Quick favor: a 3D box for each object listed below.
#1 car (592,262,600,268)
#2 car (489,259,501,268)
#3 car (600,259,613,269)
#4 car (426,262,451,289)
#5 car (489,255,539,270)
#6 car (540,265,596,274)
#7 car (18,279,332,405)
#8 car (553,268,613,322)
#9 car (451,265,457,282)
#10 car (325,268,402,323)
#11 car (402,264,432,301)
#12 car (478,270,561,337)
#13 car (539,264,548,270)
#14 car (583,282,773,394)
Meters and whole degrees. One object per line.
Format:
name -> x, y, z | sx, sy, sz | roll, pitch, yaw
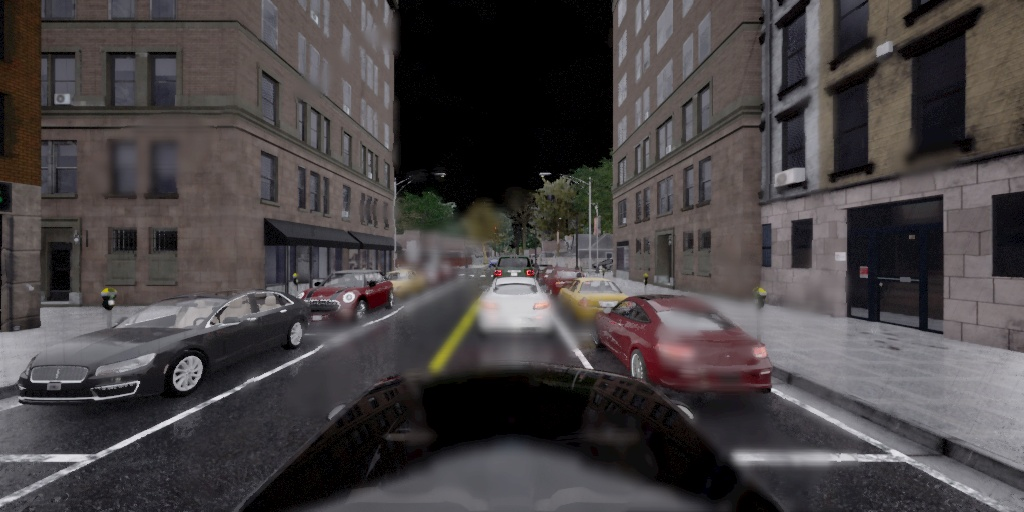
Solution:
car -> 13.993, 1.186, 51.439 | 4.892, 1.490, 1.837 | 0, 0, 1
car -> -3.059, 1.281, 64.277 | 1.882, 1.535, 5.008 | 0, 0, 0
car -> 14.496, 1.242, 48.198 | 4.181, 1.385, 1.994 | 0, 0, 0
car -> -5.382, 1.198, 22.964 | 1.967, 1.591, 4.097 | 0, 0, 0
car -> 0.105, 0.978, 19.891 | 2.150, 2.045, 5.566 | 0, 0, 0
car -> 2.642, 1.300, 17.445 | 1.888, 1.381, 4.507 | 0, 0, 0
car -> -5.387, 1.301, 6.408 | 2.007, 1.370, 4.403 | 0, 0, 0
car -> 2.640, 1.278, 12.097 | 1.751, 1.417, 4.829 | 0, 0, 0
car -> -5.380, 1.343, 28.483 | 1.802, 1.307, 4.207 | 0, 0, 0
car -> -5.386, 1.192, 11.927 | 1.967, 1.591, 4.097 | 0, 0, 0
car -> -5.384, 1.280, 17.275 | 1.751, 1.417, 4.829 | 0, 0, 0
car -> 0.101, 1.277, 10.129 | 1.812, 1.442, 4.674 | 0, 0, 0
car -> 2.644, 1.340, 22.963 | 1.802, 1.307, 4.207 | 0, 0, 0
car -> 2.638, 1.332, 6.409 | 1.802, 1.307, 4.207 | 0, 0, 0
